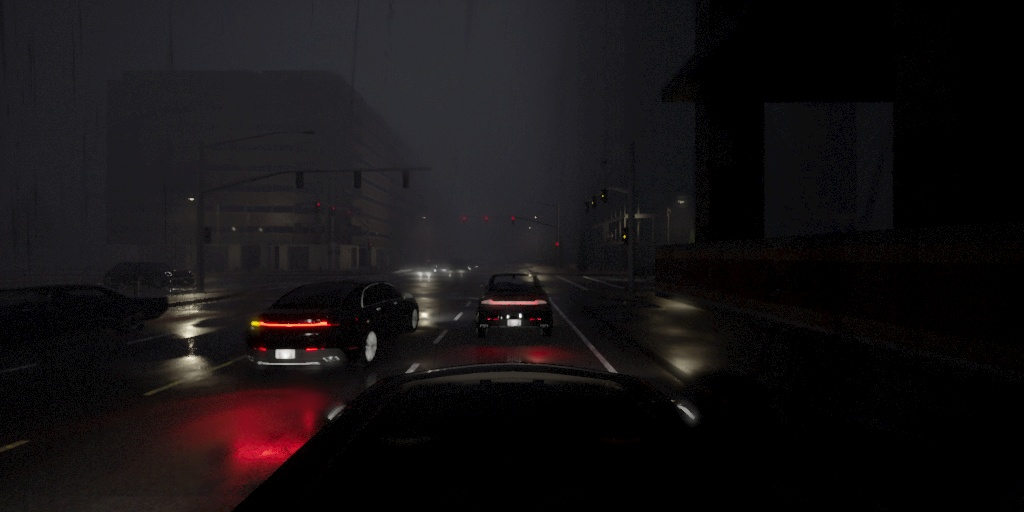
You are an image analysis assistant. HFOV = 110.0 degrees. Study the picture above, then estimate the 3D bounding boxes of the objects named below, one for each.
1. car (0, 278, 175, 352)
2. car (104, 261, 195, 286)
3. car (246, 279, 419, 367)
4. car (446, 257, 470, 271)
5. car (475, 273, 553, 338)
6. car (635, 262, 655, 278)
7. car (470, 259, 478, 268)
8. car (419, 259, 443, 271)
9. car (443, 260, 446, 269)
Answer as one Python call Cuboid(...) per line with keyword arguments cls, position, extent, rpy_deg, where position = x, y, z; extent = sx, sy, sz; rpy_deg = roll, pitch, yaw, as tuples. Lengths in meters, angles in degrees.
Cuboid(cls="car", position=(-10.586, 1.347, 7.821), extent=(1.895, 1.301, 4.718), rpy_deg=(0, 0, 0))
Cuboid(cls="car", position=(-23.707, 1.147, 23.583), extent=(4.553, 1.767, 2.097), rpy_deg=(0, 0, 0))
Cuboid(cls="car", position=(-3.451, 1.251, 7.908), extent=(1.837, 1.490, 4.892), rpy_deg=(0, 0, 0))
Cuboid(cls="car", position=(-7.491, 1.201, 50.267), extent=(1.882, 1.535, 5.008), rpy_deg=(0, 0, 0))
Cuboid(cls="car", position=(0.059, 1.237, 10.229), extent=(2.128, 1.511, 4.902), rpy_deg=(0, 0, 0))
Cuboid(cls="car", position=(13.946, 1.279, 34.220), extent=(4.902, 1.511, 2.128), rpy_deg=(0, 0, 0))
Cuboid(cls="car", position=(-7.411, 1.282, 60.284), extent=(1.994, 1.385, 4.181), rpy_deg=(0, 0, 1))
Cuboid(cls="car", position=(-10.984, 1.216, 47.497), extent=(2.128, 1.511, 4.902), rpy_deg=(0, 0, 0))
Cuboid(cls="car", position=(-10.954, 1.320, 56.841), extent=(1.895, 1.301, 4.718), rpy_deg=(0, 0, 1))
